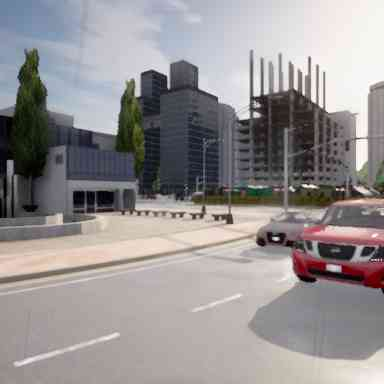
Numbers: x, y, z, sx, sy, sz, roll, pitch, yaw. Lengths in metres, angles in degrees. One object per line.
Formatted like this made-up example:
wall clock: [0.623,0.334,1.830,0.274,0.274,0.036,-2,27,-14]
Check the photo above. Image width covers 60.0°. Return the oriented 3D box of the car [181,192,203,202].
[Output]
car: [-0.042,1.416,74.964,1.970,1.475,3.806,0,0,37]

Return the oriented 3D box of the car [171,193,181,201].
car: [-2.341,1.177,76.725,1.905,1.878,3.866,0,0,37]

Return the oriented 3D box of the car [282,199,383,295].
car: [4.722,1.225,8.979,2.150,2.045,5.566,0,0,41]

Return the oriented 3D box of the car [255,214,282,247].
car: [4.379,1.569,14.090,1.994,1.385,4.181,0,0,38]
